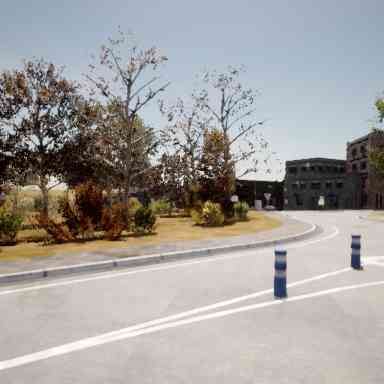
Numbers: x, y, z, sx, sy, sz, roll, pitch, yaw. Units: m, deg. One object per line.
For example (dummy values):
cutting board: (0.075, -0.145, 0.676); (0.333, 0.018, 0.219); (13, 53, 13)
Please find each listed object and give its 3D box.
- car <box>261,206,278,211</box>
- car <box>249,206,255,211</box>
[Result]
car: (18.073, 3.998, 77.841); (2.002, 1.452, 4.674); (3, -5, -29)
car: (15.414, 4.334, 82.640); (2.163, 1.488, 4.792); (1, -4, -29)
